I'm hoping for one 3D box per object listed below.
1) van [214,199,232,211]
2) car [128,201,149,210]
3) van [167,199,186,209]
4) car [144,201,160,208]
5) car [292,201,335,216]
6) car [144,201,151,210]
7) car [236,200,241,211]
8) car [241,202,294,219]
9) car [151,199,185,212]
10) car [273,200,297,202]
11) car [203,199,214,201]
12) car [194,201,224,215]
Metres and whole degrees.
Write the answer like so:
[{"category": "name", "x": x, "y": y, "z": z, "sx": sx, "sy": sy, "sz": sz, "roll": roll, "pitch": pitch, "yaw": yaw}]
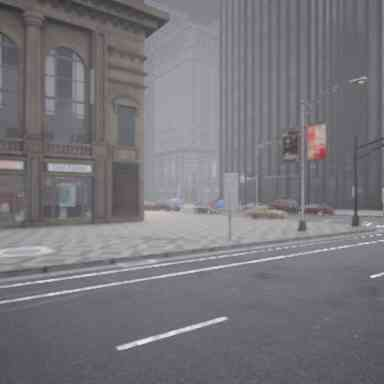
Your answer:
[{"category": "van", "x": 5.746, "y": 2.078, "z": 51.881, "sx": 1.690, "sy": 1.788, "sz": 3.998, "roll": -1, "pitch": 0, "yaw": -35}, {"category": "car", "x": -9.363, "y": 2.343, "z": 58.399, "sx": 1.967, "sy": 1.590, "sz": 4.097, "roll": -1, "pitch": 0, "yaw": -35}, {"category": "van", "x": -3.076, "y": 2.284, "z": 64.333, "sx": 1.690, "sy": 1.788, "sz": 3.998, "roll": -1, "pitch": 0, "yaw": -35}, {"category": "car", "x": -8.698, "y": 2.654, "z": 72.188, "sx": 1.802, "sy": 1.307, "sz": 4.206, "roll": -1, "pitch": 0, "yaw": -35}, {"category": "car", "x": 14.572, "y": 2.074, "z": 39.427, "sx": 1.887, "sy": 1.381, "sz": 4.507, "roll": -1, "pitch": 0, "yaw": -35}, {"category": "car", "x": -6.532, "y": 2.382, "z": 54.416, "sx": 1.887, "sy": 1.381, "sz": 4.507, "roll": -1, "pitch": 0, "yaw": -35}, {"category": "car", "x": 8.691, "y": 2.250, "z": 47.729, "sx": 1.802, "sy": 1.307, "sz": 4.206, "roll": -1, "pitch": 0, "yaw": -35}, {"category": "car", "x": 7.711, "y": 2.028, "z": 34.360, "sx": 1.752, "sy": 1.417, "sz": 4.829, "roll": -1, "pitch": 0, "yaw": -35}, {"category": "car", "x": -3.707, "y": 2.086, "z": 50.433, "sx": 2.192, "sy": 1.841, "sz": 5.009, "roll": -1, "pitch": 0, "yaw": -35}, {"category": "car", "x": 11.628, "y": 1.914, "z": 43.579, "sx": 2.192, "sy": 1.841, "sz": 5.009, "roll": -1, "pitch": 0, "yaw": -35}, {"category": "car", "x": 2.805, "y": 2.121, "z": 56.032, "sx": 2.192, "sy": 1.841, "sz": 5.009, "roll": -1, "pitch": 0, "yaw": -35}, {"category": "car", "x": 1.955, "y": 2.189, "z": 42.465, "sx": 2.008, "sy": 1.369, "sz": 4.403, "roll": -1, "pitch": 0, "yaw": -35}]
